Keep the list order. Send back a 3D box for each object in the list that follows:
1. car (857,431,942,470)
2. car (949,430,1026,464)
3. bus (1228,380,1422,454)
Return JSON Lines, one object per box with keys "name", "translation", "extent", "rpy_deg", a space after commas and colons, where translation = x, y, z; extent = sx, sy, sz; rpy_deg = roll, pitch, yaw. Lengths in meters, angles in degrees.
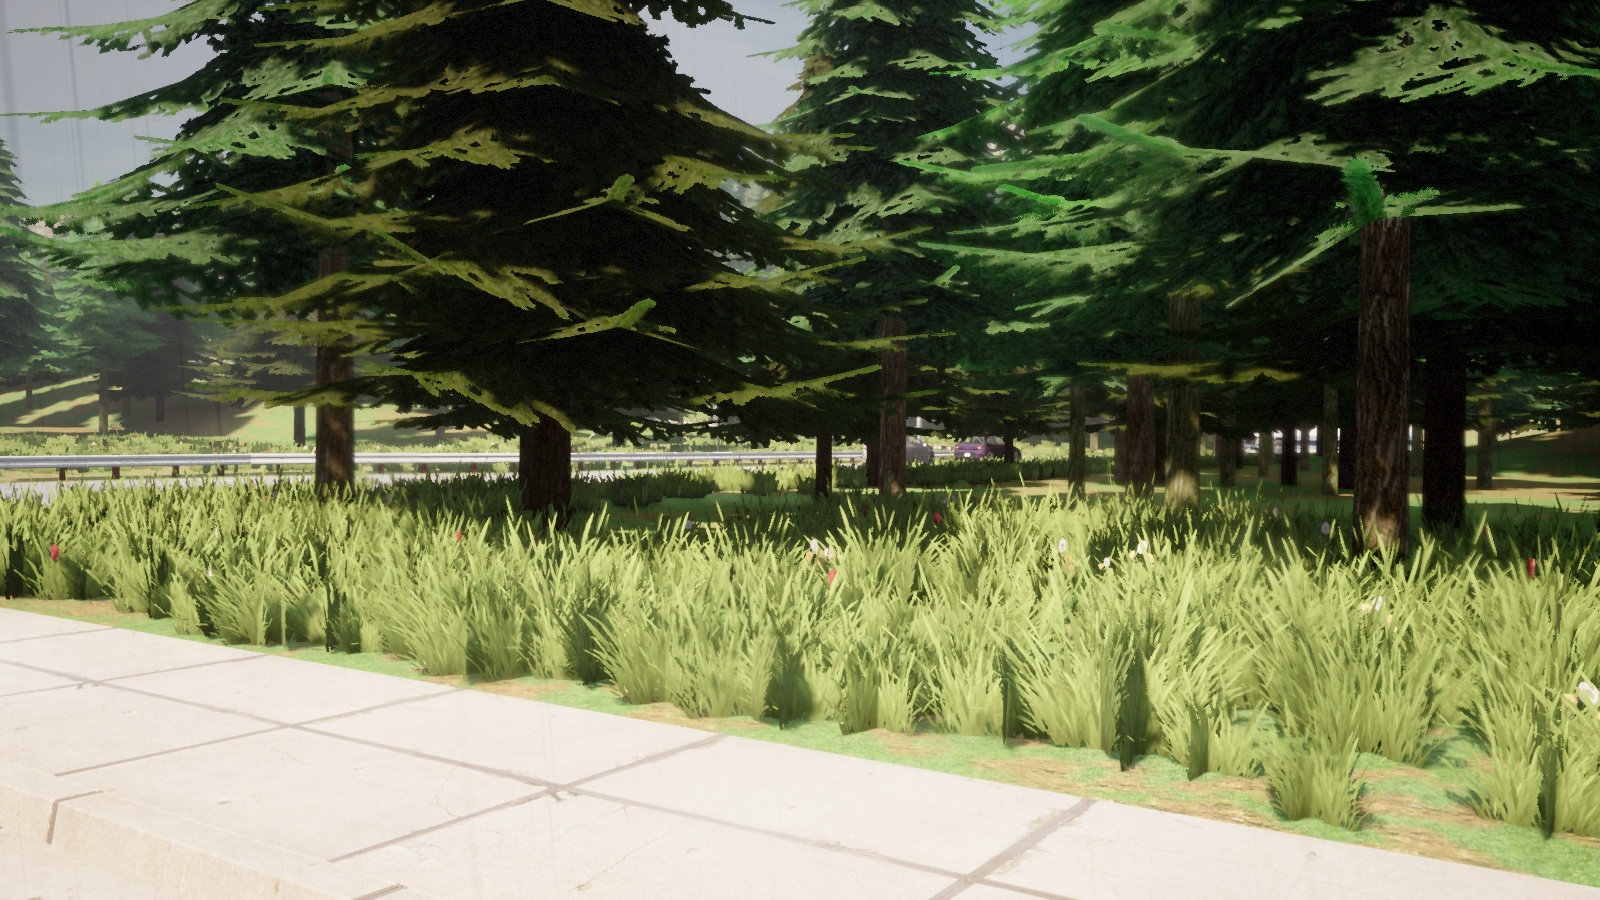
{"name": "car", "translation": [4.080, -0.017, 51.140], "extent": [1.845, 1.501, 3.633], "rpy_deg": [0, 1, 35]}
{"name": "car", "translation": [8.648, -0.148, 57.729], "extent": [1.816, 1.474, 4.193], "rpy_deg": [0, 1, 35]}
{"name": "bus", "translation": [32.223, -2.022, 77.517], "extent": [10.273, 4.253, 3.944], "rpy_deg": [-1, 1, 4]}
